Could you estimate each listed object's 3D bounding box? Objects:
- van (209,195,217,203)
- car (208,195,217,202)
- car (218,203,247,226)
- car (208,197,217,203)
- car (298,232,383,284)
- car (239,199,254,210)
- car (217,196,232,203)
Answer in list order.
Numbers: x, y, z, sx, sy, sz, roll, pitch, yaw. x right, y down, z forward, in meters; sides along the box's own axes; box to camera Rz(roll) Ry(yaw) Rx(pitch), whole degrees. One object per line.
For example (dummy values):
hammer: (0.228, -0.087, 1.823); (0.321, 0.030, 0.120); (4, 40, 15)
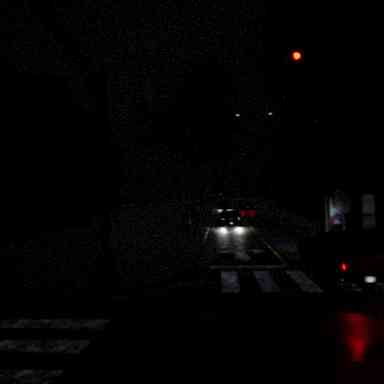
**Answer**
van: (4.629, 1.565, 75.637); (1.690, 1.788, 3.998); (0, 0, 5)
car: (5.295, 1.575, 83.916); (2.192, 1.841, 5.009); (0, 0, 5)
car: (3.310, 2.045, 28.734); (2.033, 1.411, 5.357); (-2, 0, 5)
car: (4.895, 1.789, 78.946); (2.008, 1.369, 4.403); (0, 0, 5)
car: (4.674, 1.908, 10.467); (1.895, 1.301, 4.718); (-2, -1, 6)
car: (7.746, 1.721, 47.297); (1.812, 1.442, 4.674); (-2, 1, 5)
car: (5.277, 1.731, 51.435); (2.033, 1.411, 5.357); (-2, 1, 5)
